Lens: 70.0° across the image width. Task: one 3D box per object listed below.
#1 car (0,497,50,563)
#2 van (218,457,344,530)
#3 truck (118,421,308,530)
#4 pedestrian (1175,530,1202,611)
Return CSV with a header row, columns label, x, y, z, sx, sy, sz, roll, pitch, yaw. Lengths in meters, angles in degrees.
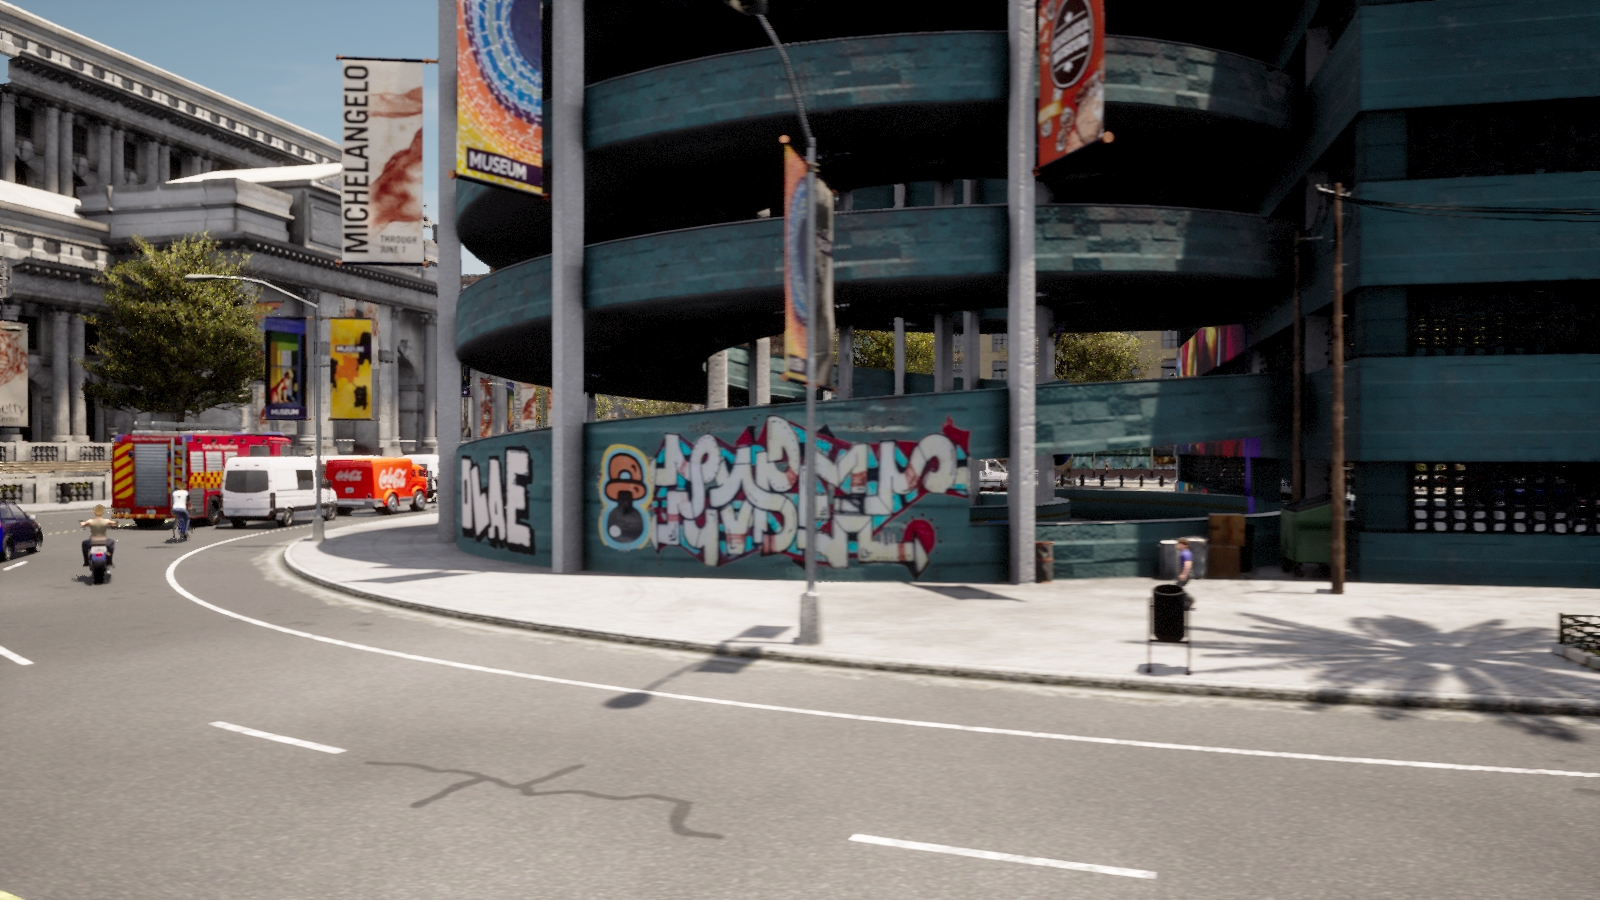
label,x,y,z,sx,sy,sz,roll,pitch,yaw
car,-21.083,2.044,29.687,1.845,1.501,3.633,0,0,-19
van,-19.495,1.544,43.253,1.988,2.561,5.915,0,0,1
truck,-22.598,0.900,44.685,2.891,3.827,8.468,0,0,2
pedestrian,6.422,1.981,18.872,0.375,1.300,0.375,0,0,11
